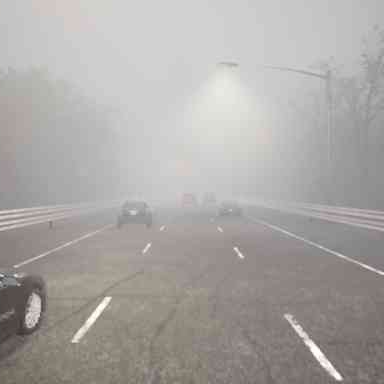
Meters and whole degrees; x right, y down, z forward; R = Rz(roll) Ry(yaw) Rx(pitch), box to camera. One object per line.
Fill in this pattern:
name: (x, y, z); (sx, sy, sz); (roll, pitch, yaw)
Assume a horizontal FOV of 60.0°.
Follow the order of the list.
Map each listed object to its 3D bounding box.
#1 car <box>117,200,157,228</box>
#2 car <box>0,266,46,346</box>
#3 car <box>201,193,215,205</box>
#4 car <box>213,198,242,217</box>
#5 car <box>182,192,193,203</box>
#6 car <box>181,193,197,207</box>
car: (-3.505, 1.323, 22.028); (2.097, 1.767, 4.553); (0, 0, 0)
car: (-3.408, 1.500, 3.782); (1.837, 1.490, 4.892); (0, 0, 0)
car: (2.853, 1.125, 57.438); (2.150, 2.045, 5.566); (0, 0, -1)
car: (3.350, 1.524, 30.507); (1.994, 1.385, 4.181); (0, 0, 0)
car: (-0.916, 1.119, 68.205); (2.150, 2.045, 5.566); (0, 0, -2)
car: (-0.407, 1.148, 50.354); (2.150, 2.045, 5.566); (0, 0, -1)
